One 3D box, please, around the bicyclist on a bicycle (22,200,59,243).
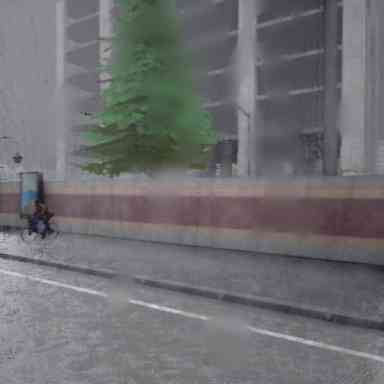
[{"bbox_3d":[-5.951,1.132,13.134,0.582,1.620,1.656,0,1,31],"label":"bicyclist on a bicycle"}]
